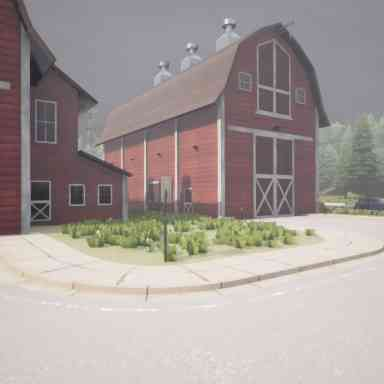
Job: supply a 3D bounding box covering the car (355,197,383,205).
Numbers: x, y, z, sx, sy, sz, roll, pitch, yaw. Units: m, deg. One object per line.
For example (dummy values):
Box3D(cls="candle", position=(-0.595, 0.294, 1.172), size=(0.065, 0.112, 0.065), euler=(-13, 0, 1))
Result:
Box3D(cls="car", position=(20.138, 1.388, 36.086), size=(2.097, 1.767, 4.553), euler=(0, 0, -34))
